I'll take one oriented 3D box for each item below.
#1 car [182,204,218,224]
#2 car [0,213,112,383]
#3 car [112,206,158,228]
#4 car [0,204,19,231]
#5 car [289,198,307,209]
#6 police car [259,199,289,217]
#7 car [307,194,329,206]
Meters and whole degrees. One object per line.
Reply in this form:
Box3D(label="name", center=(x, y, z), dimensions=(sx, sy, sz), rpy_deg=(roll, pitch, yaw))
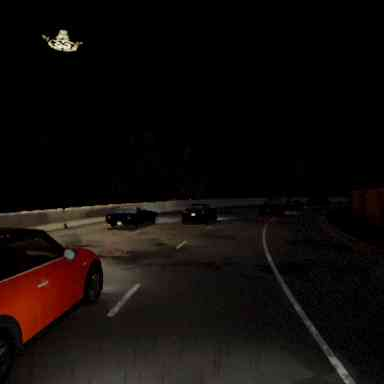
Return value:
Box3D(label="car", center=(0.663, 1.579, 25.476), dimensions=(1.994, 1.385, 4.181), rpy_deg=(0, 0, 16))
Box3D(label="car", center=(-3.038, 1.345, 5.244), dimensions=(2.097, 1.767, 4.553), rpy_deg=(0, 0, 4))
Box3D(label="car", center=(-3.873, 1.599, 22.341), dimensions=(1.895, 1.301, 4.718), rpy_deg=(0, 0, 14))
Box3D(label="car", center=(-12.067, 1.495, 18.428), dimensions=(1.812, 1.442, 4.674), rpy_deg=(0, 0, 12))
Box3D(label="car", center=(14.525, 1.636, 47.705), dimensions=(1.994, 1.385, 4.181), rpy_deg=(0, 0, 34))
Box3D(label="police car", center=(7.855, 1.468, 32.290), dimensions=(1.930, 1.638, 5.238), rpy_deg=(0, 0, 22))
Box3D(label="car", center=(21.591, 1.321, 57.170), dimensions=(2.150, 2.045, 5.566), rpy_deg=(0, 0, 42))
